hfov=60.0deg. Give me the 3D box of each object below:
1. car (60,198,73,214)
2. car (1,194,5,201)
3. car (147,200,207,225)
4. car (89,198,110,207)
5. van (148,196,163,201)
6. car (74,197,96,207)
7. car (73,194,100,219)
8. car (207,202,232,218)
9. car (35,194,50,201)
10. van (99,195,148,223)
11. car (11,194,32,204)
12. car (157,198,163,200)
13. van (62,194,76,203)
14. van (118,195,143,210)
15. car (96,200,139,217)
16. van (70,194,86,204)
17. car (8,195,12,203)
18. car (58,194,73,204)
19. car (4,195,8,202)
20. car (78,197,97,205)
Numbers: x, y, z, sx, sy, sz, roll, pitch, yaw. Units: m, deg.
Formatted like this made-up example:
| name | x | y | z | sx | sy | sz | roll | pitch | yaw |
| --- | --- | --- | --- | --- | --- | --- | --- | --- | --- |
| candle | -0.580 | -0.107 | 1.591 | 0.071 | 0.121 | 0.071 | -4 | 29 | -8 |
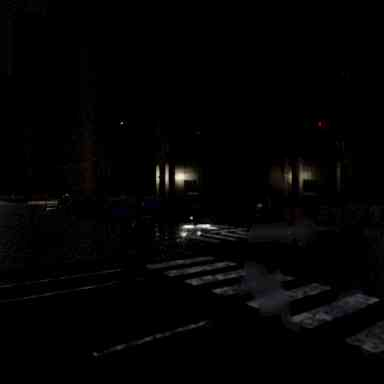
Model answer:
| name | x | y | z | sx | sy | sz | roll | pitch | yaw |
| --- | --- | --- | --- | --- | --- | --- | --- | --- | --- |
| car | -11.794 | 1.551 | 34.067 | 1.802 | 1.307 | 4.206 | 0 | 0 | -36 |
| car | -41.530 | 1.531 | 75.619 | 1.947 | 1.339 | 4.313 | 0 | 0 | -36 |
| car | -1.198 | 1.552 | 23.838 | 1.994 | 1.385 | 4.181 | 0 | 0 | -35 |
| car | -14.774 | 1.576 | 52.880 | 1.802 | 1.307 | 4.206 | 0 | 0 | -36 |
| van | -4.861 | 1.339 | 39.031 | 1.690 | 1.788 | 3.998 | 0 | 0 | -36 |
| car | -16.228 | 1.510 | 50.252 | 1.812 | 1.442 | 4.674 | 0 | 0 | -35 |
| car | -8.488 | 1.288 | 29.451 | 2.192 | 1.841 | 5.009 | 0 | 0 | -36 |
| car | 1.747 | 1.556 | 29.796 | 2.008 | 1.369 | 4.403 | 0 | 0 | -36 |
| car | -37.903 | 1.310 | 85.200 | 2.192 | 1.841 | 5.009 | 0 | 0 | -36 |
| van | -5.184 | 1.318 | 24.834 | 1.690 | 1.788 | 3.998 | 0 | 0 | -36 |
| car | -31.618 | 1.516 | 61.768 | 2.008 | 1.369 | 4.403 | 0 | 0 | -36 |
| car | -1.558 | 1.583 | 34.413 | 1.802 | 1.307 | 4.206 | 0 | 0 | -36 |
| van | -24.686 | 1.335 | 66.732 | 1.690 | 1.788 | 3.998 | 0 | 0 | -36 |
| van | -8.165 | 1.336 | 43.647 | 1.690 | 1.788 | 3.998 | 0 | 0 | -36 |
| car | -7.368 | 1.527 | 32.451 | 2.033 | 1.411 | 5.357 | 0 | 0 | -37 |
| van | -21.382 | 1.335 | 62.115 | 1.690 | 1.788 | 3.998 | 0 | 0 | -36 |
| car | -34.921 | 1.405 | 66.386 | 1.967 | 1.590 | 4.097 | 0 | 0 | -36 |
| car | -16.071 | 1.452 | 44.667 | 1.882 | 1.535 | 5.008 | 0 | 0 | -35 |
| car | -38.127 | 1.491 | 70.864 | 1.752 | 1.417 | 4.829 | 0 | 0 | -36 |
| car | -18.078 | 1.576 | 57.497 | 1.802 | 1.307 | 4.206 | 0 | 0 | -36 |
